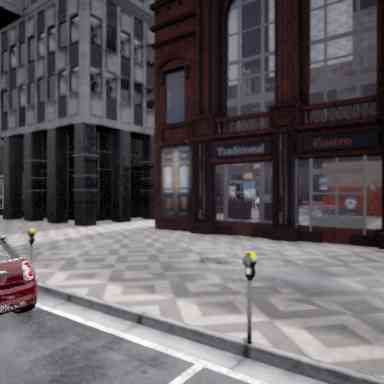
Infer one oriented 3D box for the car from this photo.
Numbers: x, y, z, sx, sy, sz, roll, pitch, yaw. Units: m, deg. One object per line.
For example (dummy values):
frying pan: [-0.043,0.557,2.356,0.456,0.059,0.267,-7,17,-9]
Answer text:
car: [-4.849,1.466,6.405,4.097,1.590,1.967,0,0,35]
